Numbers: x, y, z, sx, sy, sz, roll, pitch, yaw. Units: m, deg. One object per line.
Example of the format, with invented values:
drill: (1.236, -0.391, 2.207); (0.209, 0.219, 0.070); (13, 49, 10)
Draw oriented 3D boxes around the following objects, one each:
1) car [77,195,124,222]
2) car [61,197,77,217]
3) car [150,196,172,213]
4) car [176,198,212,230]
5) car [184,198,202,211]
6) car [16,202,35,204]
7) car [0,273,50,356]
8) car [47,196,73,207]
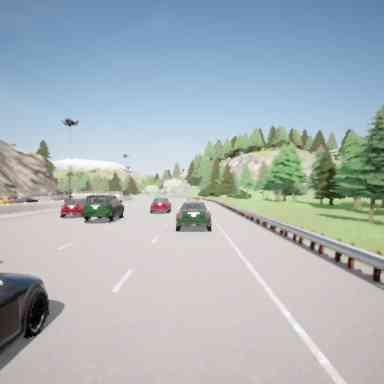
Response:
car: (-6.903, 1.223, 26.412); (2.150, 2.045, 5.566); (0, 0, 0)
car: (-10.403, 1.353, 30.870); (2.097, 1.767, 4.553); (0, 0, 0)
car: (-3.404, 1.353, 37.332); (2.097, 1.767, 4.553); (0, 0, 0)
car: (0.099, 1.353, 21.134); (2.097, 1.767, 4.553); (0, 0, 0)
car: (0.096, 1.493, 41.890); (2.128, 1.511, 4.902); (0, 0, 0)
car: (-24.573, 1.480, 48.663); (1.882, 1.535, 5.008); (0, 0, 0)
car: (-3.401, 1.564, 3.967); (1.994, 1.385, 4.181); (0, 0, 0)
car: (-21.061, 1.494, 53.286); (2.128, 1.511, 4.902); (0, 0, 1)
